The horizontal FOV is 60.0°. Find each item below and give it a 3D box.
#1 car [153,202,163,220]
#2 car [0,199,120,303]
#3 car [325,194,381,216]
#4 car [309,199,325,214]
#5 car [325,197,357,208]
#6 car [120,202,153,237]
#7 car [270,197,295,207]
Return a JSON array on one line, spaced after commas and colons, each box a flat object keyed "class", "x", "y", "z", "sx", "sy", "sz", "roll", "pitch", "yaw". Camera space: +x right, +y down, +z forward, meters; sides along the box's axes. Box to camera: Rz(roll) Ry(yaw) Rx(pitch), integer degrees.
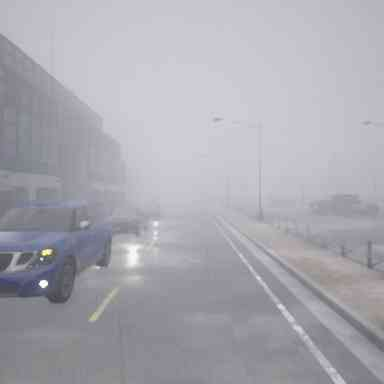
[{"class": "car", "x": -3.594, "y": 1.588, "z": 28.976, "sx": 1.812, "sy": 1.442, "sz": 4.674, "roll": 0, "pitch": 0, "yaw": 0}, {"class": "car", "x": -3.604, "y": 1.237, "z": 8.572, "sx": 2.150, "sy": 2.045, "sz": 5.566, "roll": 0, "pitch": 0, "yaw": 0}, {"class": "car", "x": 14.146, "y": 1.145, "z": 29.119, "sx": 3.866, "sy": 1.878, "sz": 1.905, "roll": 0, "pitch": 0, "yaw": 0}, {"class": "car", "x": 13.732, "y": 1.173, "z": 32.025, "sx": 4.605, "sy": 1.855, "sz": 1.932, "roll": 0, "pitch": 0, "yaw": 0}, {"class": "car", "x": 21.279, "y": 1.491, "z": 47.633, "sx": 3.806, "sy": 1.475, "sz": 1.970, "roll": 0, "pitch": 0, "yaw": 0}, {"class": "car", "x": -3.606, "y": 1.516, "z": 18.652, "sx": 1.882, "sy": 1.535, "sz": 5.008, "roll": 0, "pitch": 0, "yaw": 0}, {"class": "car", "x": 13.857, "y": 1.491, "z": 50.608, "sx": 3.633, "sy": 1.501, "sz": 1.845, "roll": 0, "pitch": 0, "yaw": 0}]
